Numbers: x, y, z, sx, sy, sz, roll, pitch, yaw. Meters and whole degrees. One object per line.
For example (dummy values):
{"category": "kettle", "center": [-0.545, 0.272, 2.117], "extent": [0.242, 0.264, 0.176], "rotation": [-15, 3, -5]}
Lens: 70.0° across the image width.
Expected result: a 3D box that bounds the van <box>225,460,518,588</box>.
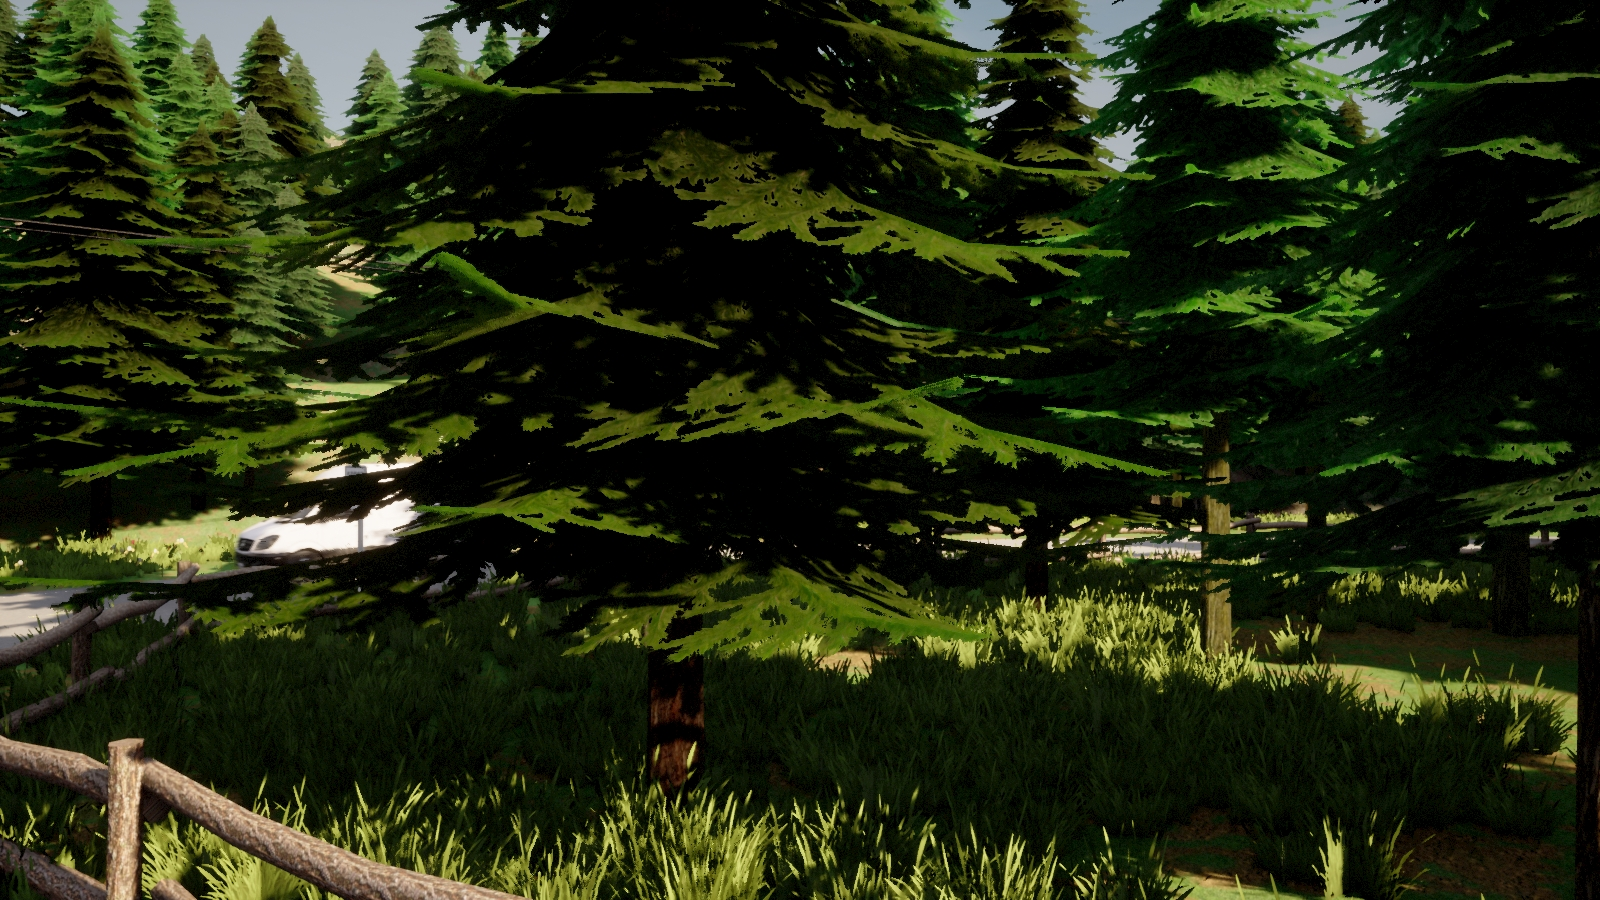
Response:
{"category": "van", "center": [-9.581, 1.534, 25.974], "extent": [5.915, 2.561, 1.988], "rotation": [0, 0, -43]}
